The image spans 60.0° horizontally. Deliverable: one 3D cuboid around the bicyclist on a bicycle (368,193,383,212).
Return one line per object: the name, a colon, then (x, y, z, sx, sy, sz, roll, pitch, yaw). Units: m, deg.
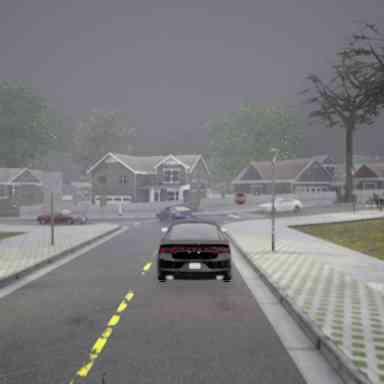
bicyclist on a bicycle: (16.117, 0.891, 29.125, 0.582, 1.620, 1.656, -2, 1, -25)

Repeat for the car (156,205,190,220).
car: (-1.369, 1.750, 26.627, 1.812, 1.442, 4.674, -2, 1, -25)

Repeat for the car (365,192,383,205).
car: (22.736, 0.724, 38.737, 5.357, 1.411, 2.033, -2, 2, -25)

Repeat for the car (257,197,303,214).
car: (8.513, 1.269, 32.125, 4.674, 1.442, 1.812, -2, 2, -23)

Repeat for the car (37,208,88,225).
car: (-11.299, 2.131, 28.843, 4.674, 1.442, 1.812, -2, 0, 21)

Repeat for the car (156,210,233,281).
car: (0.068, 1.543, 10.071, 1.882, 1.535, 5.008, 0, 0, 0)
